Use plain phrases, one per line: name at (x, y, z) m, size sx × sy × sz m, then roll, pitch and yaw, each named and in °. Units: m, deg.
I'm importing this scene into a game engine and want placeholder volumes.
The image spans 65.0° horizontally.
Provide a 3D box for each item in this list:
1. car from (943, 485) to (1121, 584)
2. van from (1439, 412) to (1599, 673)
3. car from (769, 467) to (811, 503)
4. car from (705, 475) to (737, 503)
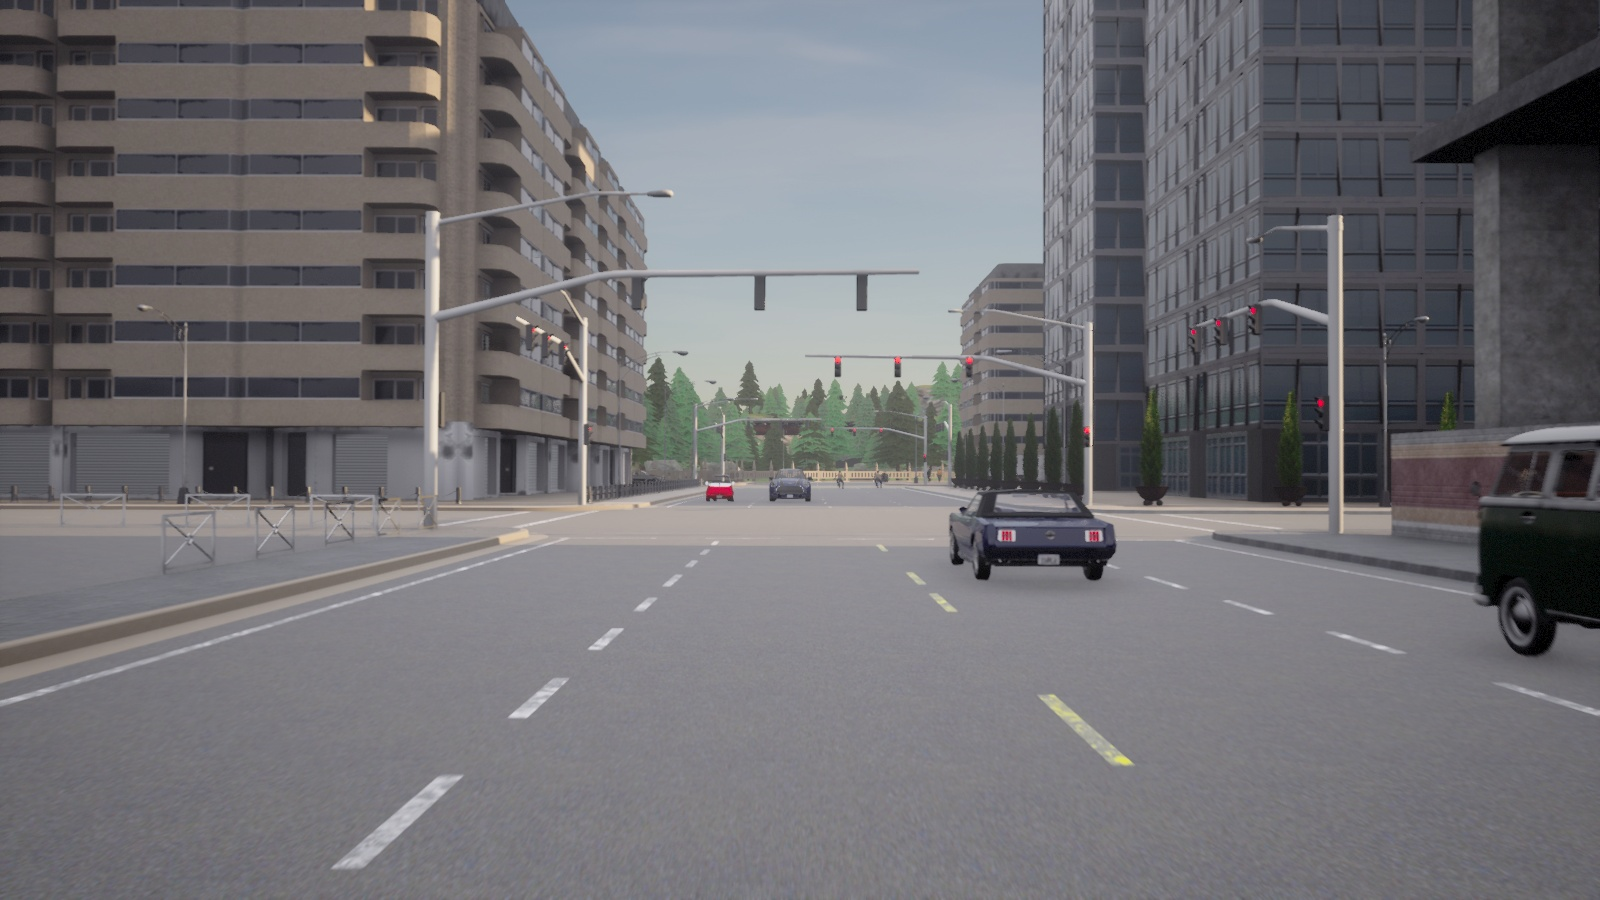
car at (3.451, 1.229, 19.590) m, size 1.895 × 1.301 × 4.718 m, roll 0°, pitch -1°, yaw 0°
van at (6.975, 0.702, 9.702) m, size 1.775 × 1.987 × 4.442 m, roll 0°, pitch -1°, yaw 0°
car at (-0.477, 1.755, 64.542) m, size 2.097 × 1.767 × 4.553 m, roll 0°, pitch -1°, yaw 0°
car at (-3.977, 1.944, 63.228) m, size 1.481 × 1.376 × 2.207 m, roll 0°, pitch -1°, yaw 0°
